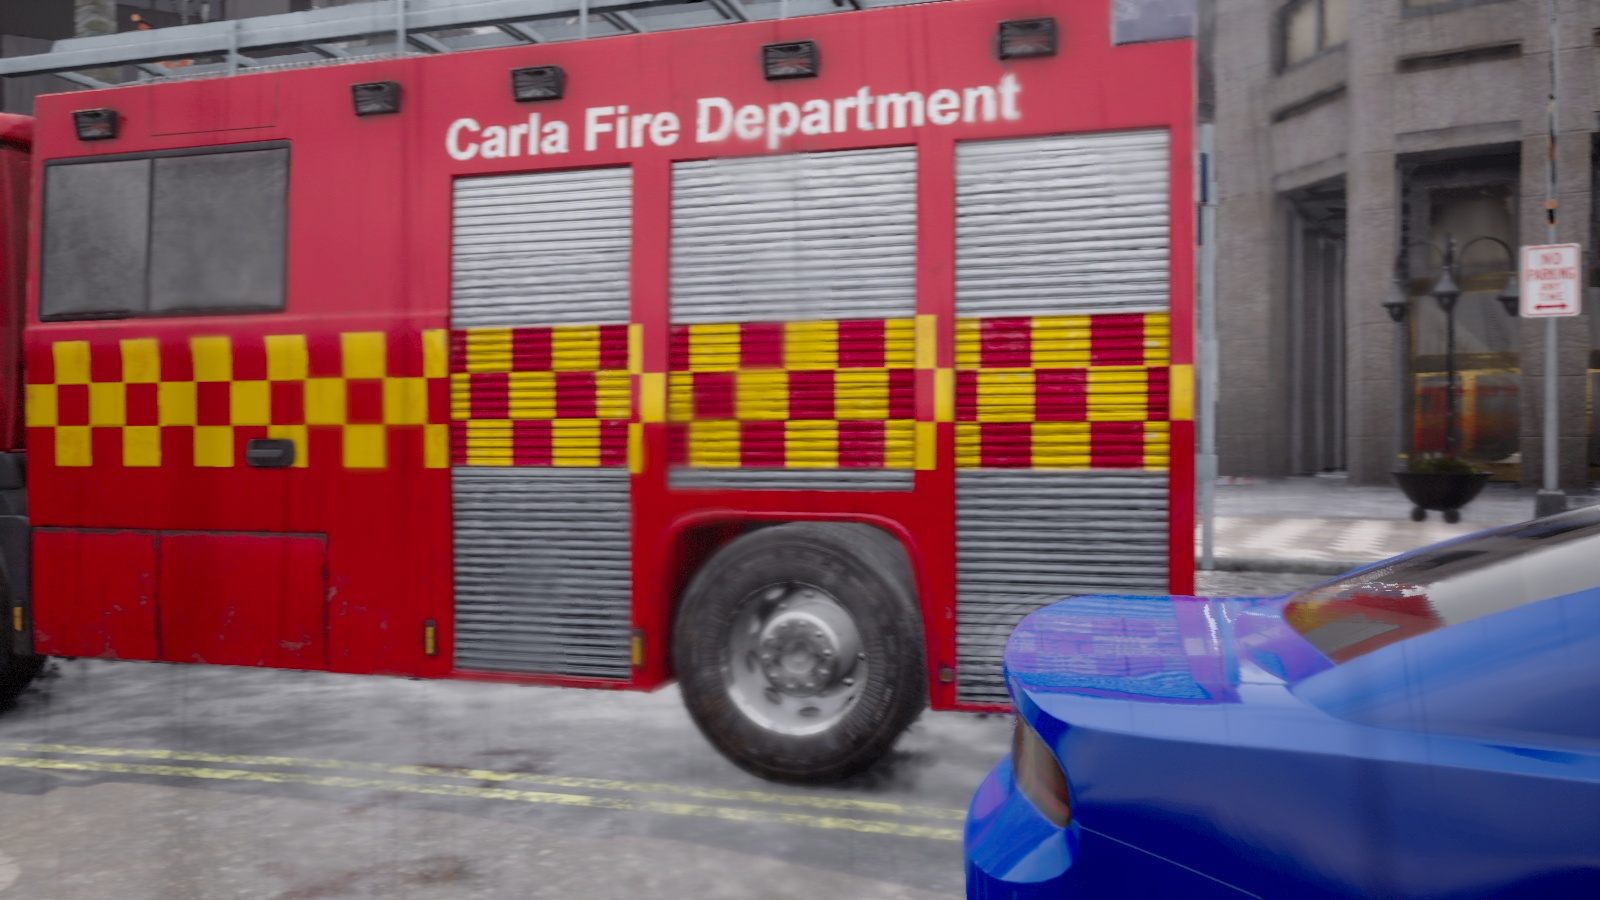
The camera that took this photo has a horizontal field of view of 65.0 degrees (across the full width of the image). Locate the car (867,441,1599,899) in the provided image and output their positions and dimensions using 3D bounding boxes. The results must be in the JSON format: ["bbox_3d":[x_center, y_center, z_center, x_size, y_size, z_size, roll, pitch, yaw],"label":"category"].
[{"bbox_3d":[2.792,0.775,2.175,5.008,1.535,1.882,1,1,21],"label":"car"}]

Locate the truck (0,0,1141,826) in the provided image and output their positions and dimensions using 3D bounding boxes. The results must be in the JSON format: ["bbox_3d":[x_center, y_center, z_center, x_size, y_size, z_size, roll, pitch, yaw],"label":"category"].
[{"bbox_3d":[-2.388,-0.478,7.526,8.468,3.827,2.891,0,1,16],"label":"truck"}]
